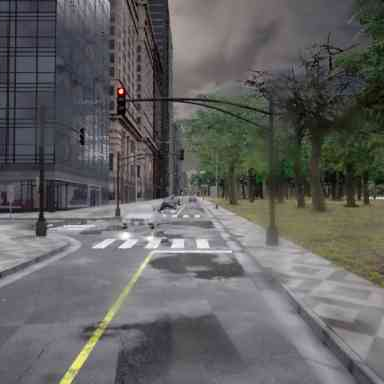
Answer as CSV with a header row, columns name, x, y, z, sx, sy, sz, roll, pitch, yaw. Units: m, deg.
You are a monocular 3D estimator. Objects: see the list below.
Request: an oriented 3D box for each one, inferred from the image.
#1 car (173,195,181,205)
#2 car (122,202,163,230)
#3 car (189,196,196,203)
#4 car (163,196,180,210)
name,x,y,z,sx,sy,sz,roll,pitch,yaw
car,-2.977,1.661,58.810,1.837,1.490,4.892,0,0,1
car,-3.064,1.511,20.772,1.812,1.442,4.674,0,-1,0
car,0.134,1.773,79.451,2.128,1.511,4.902,0,0,0
car,-3.025,1.643,43.763,2.033,1.411,5.357,0,0,0
